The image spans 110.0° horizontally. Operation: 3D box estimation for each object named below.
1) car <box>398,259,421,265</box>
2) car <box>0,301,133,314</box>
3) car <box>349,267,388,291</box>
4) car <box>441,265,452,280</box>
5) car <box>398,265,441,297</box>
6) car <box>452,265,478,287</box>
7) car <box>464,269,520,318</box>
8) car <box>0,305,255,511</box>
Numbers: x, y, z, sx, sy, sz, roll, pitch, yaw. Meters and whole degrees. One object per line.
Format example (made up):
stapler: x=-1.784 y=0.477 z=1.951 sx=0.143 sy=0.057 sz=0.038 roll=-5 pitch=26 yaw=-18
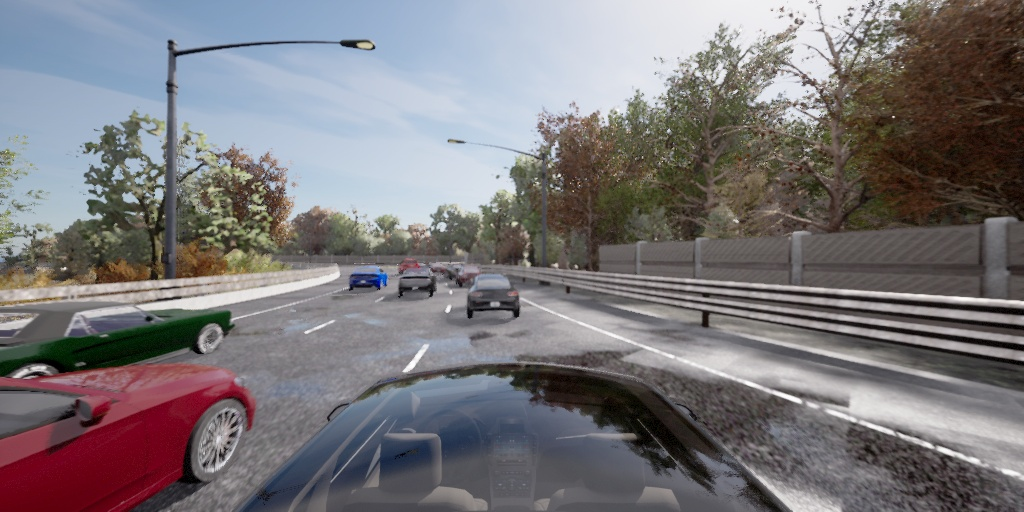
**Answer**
car: x=-13.540 y=1.447 z=46.931 sx=2.150 sy=2.045 sz=5.566 roll=0 pitch=-1 yaw=-25
car: x=-7.128 y=1.399 z=5.932 sx=1.895 sy=1.301 sz=4.718 roll=0 pitch=-1 yaw=-2
car: x=-9.680 y=1.468 z=24.439 sx=1.882 sy=1.535 sz=5.008 roll=0 pitch=-1 yaw=-12
car: x=-5.640 y=1.600 z=35.929 sx=2.128 sy=1.511 sz=4.902 roll=0 pitch=0 yaw=-18
car: x=-5.338 y=1.439 z=20.563 sx=2.128 sy=1.511 sz=4.902 roll=0 pitch=-1 yaw=-10
car: x=-3.298 y=1.545 z=27.620 sx=1.812 sy=1.442 sz=4.674 roll=0 pitch=-1 yaw=-14
car: x=-0.802 y=1.400 z=13.670 sx=1.812 sy=1.442 sz=4.674 roll=0 pitch=-1 yaw=-7
car: x=-3.543 y=1.278 z=1.716 sx=1.812 sy=1.442 sz=4.674 roll=0 pitch=-1 yaw=0
